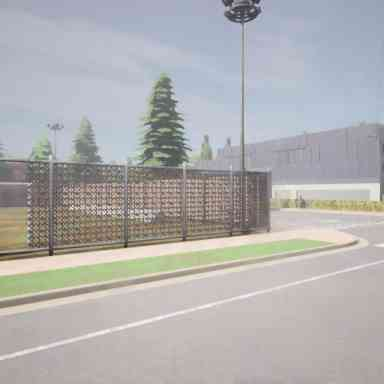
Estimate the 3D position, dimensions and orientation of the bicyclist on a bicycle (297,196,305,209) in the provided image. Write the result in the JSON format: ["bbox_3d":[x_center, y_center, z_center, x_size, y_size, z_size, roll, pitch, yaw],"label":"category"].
[{"bbox_3d":[13.560,1.317,41.213,1.656,1.620,0.582,0,0,-35],"label":"bicyclist on a bicycle"}]
